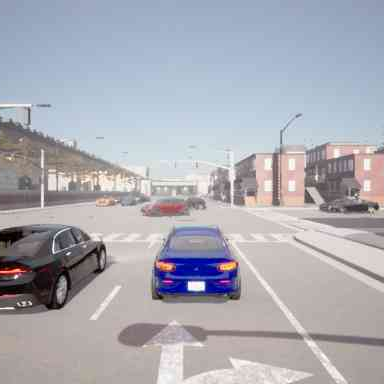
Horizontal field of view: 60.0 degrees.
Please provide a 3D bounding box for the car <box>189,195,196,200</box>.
[{"bbox_3d":[0.209,1.595,92.091,1.895,1.301,4.718,0,0,0],"label":"car"}]

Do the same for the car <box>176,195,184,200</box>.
[{"bbox_3d":[-3.291,1.524,92.199,1.812,1.442,4.674,0,0,0],"label":"car"}]

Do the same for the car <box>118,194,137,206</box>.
[{"bbox_3d":[-10.450,1.547,55.389,2.033,1.411,5.357,0,0,0],"label":"car"}]

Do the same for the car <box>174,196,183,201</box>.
[{"bbox_3d":[-3.314,1.595,82.153,1.895,1.301,4.718,0,0,0],"label":"car"}]

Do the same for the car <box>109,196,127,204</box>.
[{"bbox_3d":[-13.907,1.491,62.733,2.128,1.511,4.902,0,0,1],"label":"car"}]

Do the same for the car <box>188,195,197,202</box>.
[{"bbox_3d":[0.175,1.478,74.101,1.882,1.535,5.008,0,0,0],"label":"car"}]

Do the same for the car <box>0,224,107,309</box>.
[{"bbox_3d":[-3.411,1.505,7.831,1.837,1.490,4.892,0,0,0],"label":"car"}]

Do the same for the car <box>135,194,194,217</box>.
[{"bbox_3d":[-2.514,1.352,30.727,4.553,1.767,2.097,0,0,-33],"label":"car"}]

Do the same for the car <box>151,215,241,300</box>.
[{"bbox_3d":[0.096,1.526,8.286,1.812,1.442,4.674,0,0,0],"label":"car"}]

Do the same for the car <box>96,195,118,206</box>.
[{"bbox_3d":[-13.956,1.352,53.684,2.097,1.767,4.553,0,0,0],"label":"car"}]

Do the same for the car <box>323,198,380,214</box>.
[{"bbox_3d":[16.798,1.488,34.578,4.902,1.511,2.128,0,0,0],"label":"car"}]

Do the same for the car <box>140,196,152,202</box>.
[{"bbox_3d":[-10.330,1.552,75.119,1.994,1.385,4.181,0,0,0],"label":"car"}]

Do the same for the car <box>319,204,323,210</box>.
[{"bbox_3d":[17.099,1.500,38.085,4.892,1.490,1.837,-1,0,0],"label":"car"}]

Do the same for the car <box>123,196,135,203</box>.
[{"bbox_3d":[-13.835,1.524,72.947,1.812,1.442,4.674,0,0,0],"label":"car"}]

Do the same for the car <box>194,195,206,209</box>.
[{"bbox_3d":[0.481,1.506,45.141,1.837,1.490,4.892,-3,1,-15],"label":"car"}]
